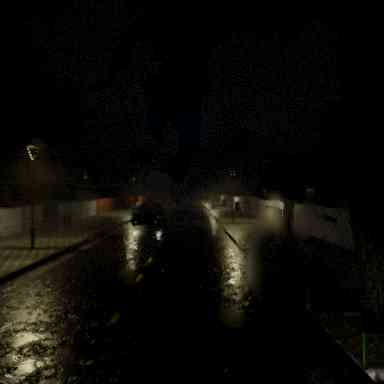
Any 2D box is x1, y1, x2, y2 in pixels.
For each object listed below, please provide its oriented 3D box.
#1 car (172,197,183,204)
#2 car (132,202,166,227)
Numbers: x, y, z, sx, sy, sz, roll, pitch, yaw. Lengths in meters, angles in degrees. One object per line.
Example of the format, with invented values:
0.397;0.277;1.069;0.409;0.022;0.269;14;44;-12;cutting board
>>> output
-2.770;1.599;63.460;1.895;1.301;4.718;0;0;1;car
-2.852;1.460;22.754;1.882;1.535;5.008;0;0;0;car
